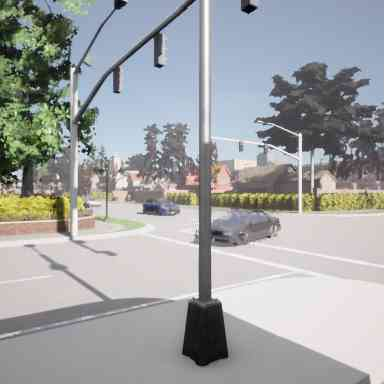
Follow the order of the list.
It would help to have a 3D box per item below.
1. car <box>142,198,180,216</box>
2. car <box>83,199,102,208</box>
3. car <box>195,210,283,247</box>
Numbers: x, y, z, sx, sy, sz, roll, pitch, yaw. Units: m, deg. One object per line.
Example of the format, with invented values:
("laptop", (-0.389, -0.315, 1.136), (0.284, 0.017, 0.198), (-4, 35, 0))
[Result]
("car", (-3.063, 1.353, 32.321), (2.097, 1.767, 4.553), (0, 0, -36))
("car", (-14.701, 1.601, 48.405), (1.895, 1.301, 4.718), (0, 0, -36))
("car", (2.431, 1.547, 15.553), (2.033, 1.411, 5.357), (0, 0, 38))
